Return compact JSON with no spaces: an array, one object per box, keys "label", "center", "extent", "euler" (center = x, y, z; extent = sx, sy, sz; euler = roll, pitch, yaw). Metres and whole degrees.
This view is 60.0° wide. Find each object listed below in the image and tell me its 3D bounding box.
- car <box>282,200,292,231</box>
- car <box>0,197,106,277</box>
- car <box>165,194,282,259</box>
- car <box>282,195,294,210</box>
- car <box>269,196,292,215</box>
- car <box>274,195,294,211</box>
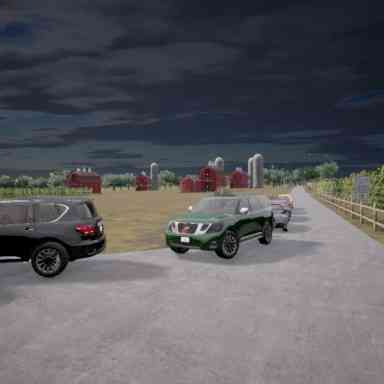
[{"label":"car","center":[4.460,1.369,18.949],"extent":[1.994,1.385,4.181],"euler":[0,0,18]},{"label":"car","center":[-5.340,1.222,9.572],"extent":[5.566,2.045,2.150],"euler":[-1,1,-4]},{"label":"car","center":[1.329,1.100,12.631],"extent":[2.150,2.045,5.566],"euler":[0,0,34]},{"label":"car","center":[6.323,1.221,24.679],"extent":[1.882,1.535,5.008],"euler":[0,1,18]},{"label":"car","center":[8.260,1.181,30.720],"extent":[1.837,1.490,4.892],"euler":[0,0,18]},{"label":"car","center":[10.086,1.089,36.419],"extent":[1.882,1.535,5.008],"euler":[0,1,18]}]
